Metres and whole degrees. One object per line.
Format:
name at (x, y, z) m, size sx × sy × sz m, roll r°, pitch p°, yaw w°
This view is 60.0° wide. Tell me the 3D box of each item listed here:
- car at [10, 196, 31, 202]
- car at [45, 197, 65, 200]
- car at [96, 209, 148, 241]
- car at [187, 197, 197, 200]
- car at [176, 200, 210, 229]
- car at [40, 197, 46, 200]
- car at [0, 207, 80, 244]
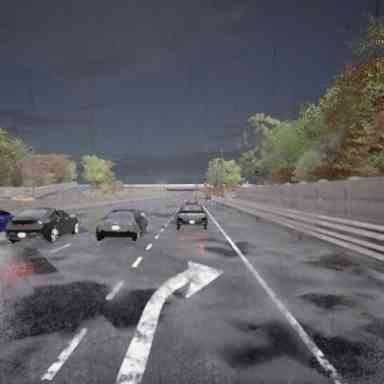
car at (-31.498, 1.537, 61.196) m, size 1.882 × 1.535 × 5.008 m, roll 0°, pitch 0°, yaw 0°
car at (-24.498, 1.675, 60.976) m, size 1.895 × 1.301 × 4.718 m, roll 0°, pitch 0°, yaw 0°
car at (-3.399, 1.562, 16.792) m, size 1.994 × 1.385 × 4.181 m, roll 0°, pitch 0°, yaw 0°
car at (0.002, 1.629, 58.068) m, size 1.994 × 1.385 × 4.181 m, roll 0°, pitch 0°, yaw 0°
car at (0.000, 1.492, 21.438) m, size 2.128 × 1.511 × 4.902 m, roll 0°, pitch 0°, yaw 0°
car at (-27.998, 1.619, 64.389) m, size 1.994 × 1.385 × 4.181 m, roll 0°, pitch 0°, yaw 0°
car at (-6.900, 1.502, 15.917) m, size 1.837 × 1.490 × 4.892 m, roll 0°, pitch 0°, yaw 0°
